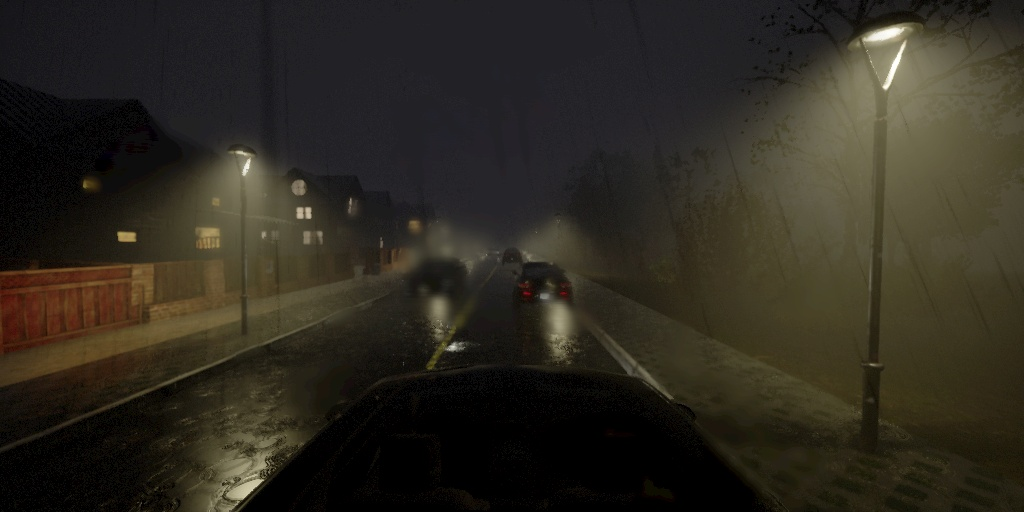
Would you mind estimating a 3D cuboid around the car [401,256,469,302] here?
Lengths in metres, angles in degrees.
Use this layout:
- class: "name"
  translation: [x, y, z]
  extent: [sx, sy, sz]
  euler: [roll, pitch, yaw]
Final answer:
- class: "car"
  translation: [-2.852, 0.784, 14.147]
  extent: [1.882, 1.535, 5.008]
  euler: [0, 2, 0]

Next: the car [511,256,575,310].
- class: "car"
  translation: [0.957, 0.898, 12.256]
  extent: [1.812, 1.442, 4.674]
  euler: [0, 2, 0]

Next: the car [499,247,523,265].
- class: "car"
  translation: [0.019, 0.032, 35.094]
  extent: [1.882, 1.535, 5.008]
  euler: [0, 2, 0]

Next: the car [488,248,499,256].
- class: "car"
  translation: [-2.826, -0.630, 56.866]
  extent: [1.895, 1.301, 4.718]
  euler: [0, 2, 0]
